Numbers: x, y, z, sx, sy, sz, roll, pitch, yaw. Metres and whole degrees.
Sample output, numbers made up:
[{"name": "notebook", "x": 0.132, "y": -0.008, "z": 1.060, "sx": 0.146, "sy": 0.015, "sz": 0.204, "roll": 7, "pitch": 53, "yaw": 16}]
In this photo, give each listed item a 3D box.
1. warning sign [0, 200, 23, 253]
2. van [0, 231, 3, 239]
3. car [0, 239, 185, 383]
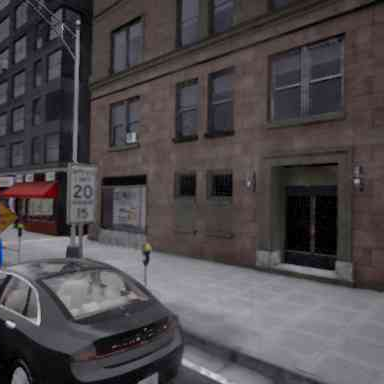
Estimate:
[{"name": "warning sign", "x": -7.202, "y": 1.250, "z": 12.379, "sx": 1.060, "sy": 1.860, "sz": 1.300, "roll": 0, "pitch": -2, "yaw": 42}, {"name": "van", "x": -6.291, "y": 1.412, "z": 8.470, "sx": 3.998, "sy": 1.788, "sz": 1.690, "roll": 0, "pitch": -2, "yaw": 42}, {"name": "car", "x": -2.053, "y": 1.619, "z": 4.685, "sx": 4.403, "sy": 1.369, "sz": 2.008, "roll": 0, "pitch": -2, "yaw": 42}]
